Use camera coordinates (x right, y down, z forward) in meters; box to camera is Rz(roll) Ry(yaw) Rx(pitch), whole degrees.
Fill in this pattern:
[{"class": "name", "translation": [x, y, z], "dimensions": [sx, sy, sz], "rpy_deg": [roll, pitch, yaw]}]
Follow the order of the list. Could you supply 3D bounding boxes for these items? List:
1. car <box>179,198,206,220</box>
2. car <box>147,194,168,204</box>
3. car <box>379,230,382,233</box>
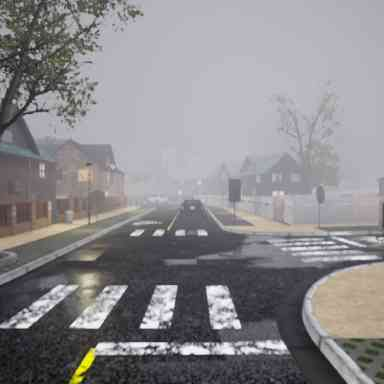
[{"class": "car", "translation": [0.037, 1.341, 28.334], "dimensions": [2.097, 1.767, 4.553], "rpy_deg": [0, 0, 0]}, {"class": "car", "translation": [-6.765, 1.364, 65.350], "dimensions": [2.150, 2.045, 5.566], "rpy_deg": [0, -1, -34]}, {"class": "car", "translation": [10.375, 1.281, 14.222], "dimensions": [4.181, 1.385, 1.994], "rpy_deg": [-1, 0, 0]}]
